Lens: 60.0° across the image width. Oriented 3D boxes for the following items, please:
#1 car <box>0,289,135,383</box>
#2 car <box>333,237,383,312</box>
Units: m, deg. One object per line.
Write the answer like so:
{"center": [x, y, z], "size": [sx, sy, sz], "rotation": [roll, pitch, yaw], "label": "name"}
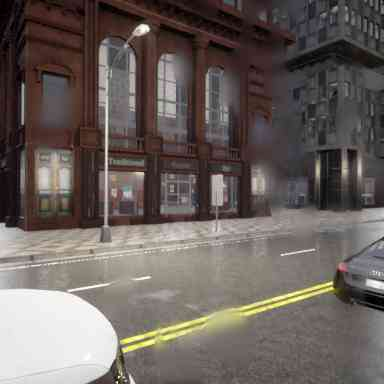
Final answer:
{"center": [-2.920, 1.221, 1.352], "size": [5.566, 2.045, 2.150], "rotation": [0, 0, -36], "label": "car"}
{"center": [4.817, 1.562, 6.893], "size": [4.181, 1.385, 1.994], "rotation": [0, 0, -35], "label": "car"}
